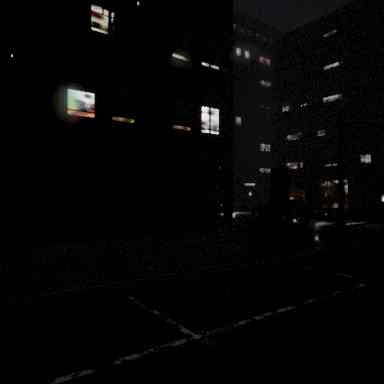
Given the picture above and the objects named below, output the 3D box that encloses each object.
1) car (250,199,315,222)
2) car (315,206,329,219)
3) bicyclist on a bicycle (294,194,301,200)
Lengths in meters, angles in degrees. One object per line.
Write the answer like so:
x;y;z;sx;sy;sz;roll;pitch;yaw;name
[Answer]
6.206;1.336;24.168;2.008;1.369;4.403;1;0;-36;car
8.222;1.311;25.813;1.812;1.442;4.674;0;1;-37;car
11.451;1.003;36.189;1.656;1.620;0.582;0;1;-36;bicyclist on a bicycle
